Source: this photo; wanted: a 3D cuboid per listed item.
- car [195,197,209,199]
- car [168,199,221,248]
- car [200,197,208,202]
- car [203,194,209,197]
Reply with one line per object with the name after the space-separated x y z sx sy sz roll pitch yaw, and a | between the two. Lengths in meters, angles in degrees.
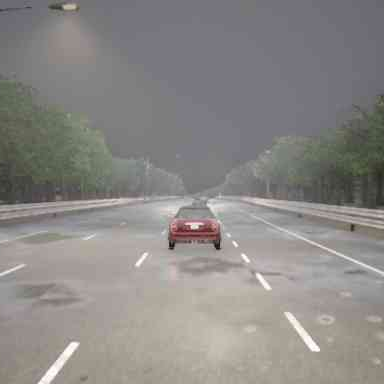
0.853 1.603 40.144 2.033 1.411 5.357 0 0 2 | car
0.133 1.364 14.903 2.097 1.767 4.553 0 0 1 | car
3.120 1.858 84.452 1.895 1.301 4.718 0 0 3 | car
2.204 1.699 67.109 2.033 1.411 5.357 0 0 3 | car
